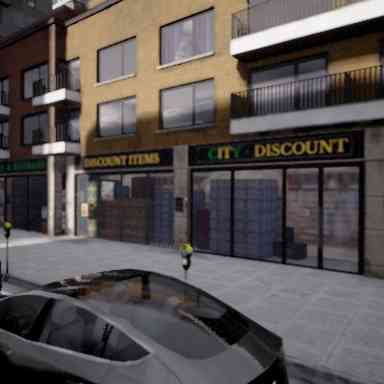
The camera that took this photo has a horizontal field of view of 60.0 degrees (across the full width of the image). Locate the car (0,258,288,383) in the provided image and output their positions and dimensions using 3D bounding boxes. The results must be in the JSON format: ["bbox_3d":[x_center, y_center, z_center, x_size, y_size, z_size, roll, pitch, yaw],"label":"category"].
[{"bbox_3d":[-1.143,1.545,3.623,4.313,1.339,1.947,0,0,35],"label":"car"}]
